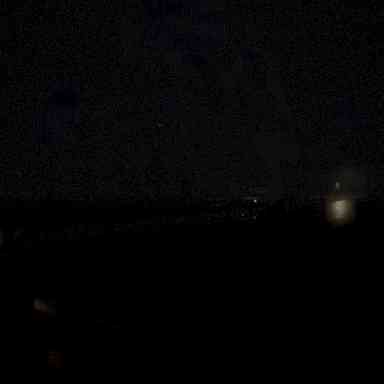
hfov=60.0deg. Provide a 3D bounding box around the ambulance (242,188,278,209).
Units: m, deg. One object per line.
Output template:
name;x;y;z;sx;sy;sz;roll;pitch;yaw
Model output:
ambulance;8.559;0.711;41.831;2.351;2.431;6.366;2;2;35
